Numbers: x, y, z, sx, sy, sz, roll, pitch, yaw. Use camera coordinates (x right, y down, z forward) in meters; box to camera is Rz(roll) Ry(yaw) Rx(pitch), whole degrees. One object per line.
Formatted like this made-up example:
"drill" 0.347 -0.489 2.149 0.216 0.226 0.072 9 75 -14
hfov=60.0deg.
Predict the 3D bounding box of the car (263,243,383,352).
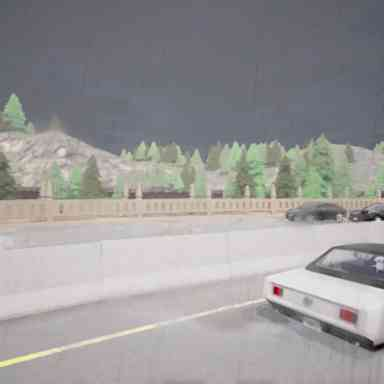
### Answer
"car" 3.603 1.585 5.876 4.718 1.301 1.895 0 0 -31

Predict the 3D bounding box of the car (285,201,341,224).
"car" 9.156 1.472 24.519 4.892 1.490 1.837 0 0 -23

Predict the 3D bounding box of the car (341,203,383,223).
"car" 12.828 1.459 22.288 5.008 1.535 1.882 0 0 -21
